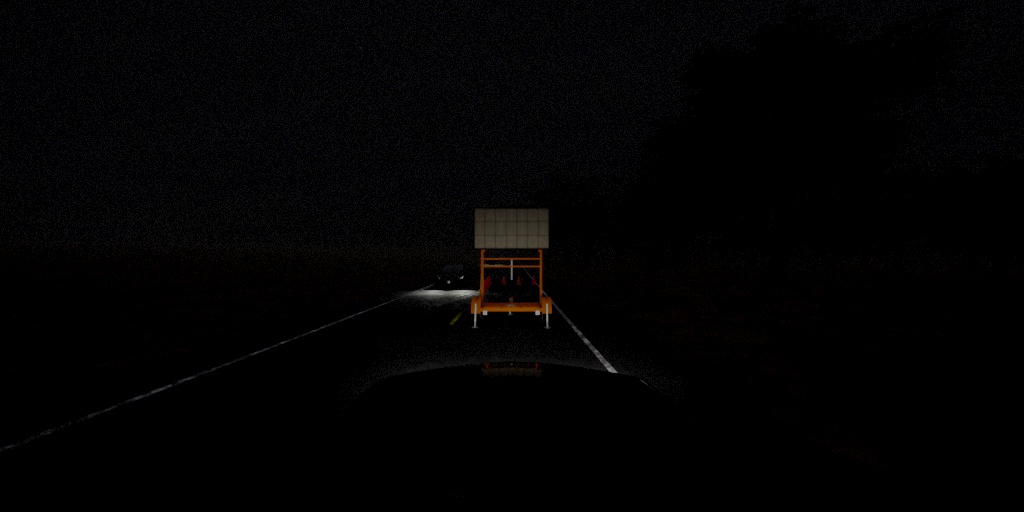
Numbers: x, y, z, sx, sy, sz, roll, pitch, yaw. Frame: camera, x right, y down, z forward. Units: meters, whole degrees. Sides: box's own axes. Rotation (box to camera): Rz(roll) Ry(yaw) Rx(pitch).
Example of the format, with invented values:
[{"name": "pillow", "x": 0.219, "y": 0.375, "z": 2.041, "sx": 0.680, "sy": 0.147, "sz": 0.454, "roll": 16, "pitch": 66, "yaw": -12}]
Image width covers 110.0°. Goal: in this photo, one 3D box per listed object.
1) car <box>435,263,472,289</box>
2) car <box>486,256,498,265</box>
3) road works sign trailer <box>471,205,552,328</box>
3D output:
[{"name": "car", "x": -3.630, "y": 1.215, "z": 22.876, "sx": 1.812, "sy": 1.442, "sz": 4.674, "roll": 0, "pitch": 0, "yaw": 0}, {"name": "car", "x": -3.633, "y": 0.729, "z": 64.977, "sx": 1.882, "sy": 1.535, "sz": 5.008, "roll": 0, "pitch": 1, "yaw": 0}, {"name": "road works sign trailer", "x": -0.009, "y": 0.203, "z": 11.305, "sx": 2.380, "sy": 3.560, "sz": 2.880, "roll": 0, "pitch": 0, "yaw": 0}]
